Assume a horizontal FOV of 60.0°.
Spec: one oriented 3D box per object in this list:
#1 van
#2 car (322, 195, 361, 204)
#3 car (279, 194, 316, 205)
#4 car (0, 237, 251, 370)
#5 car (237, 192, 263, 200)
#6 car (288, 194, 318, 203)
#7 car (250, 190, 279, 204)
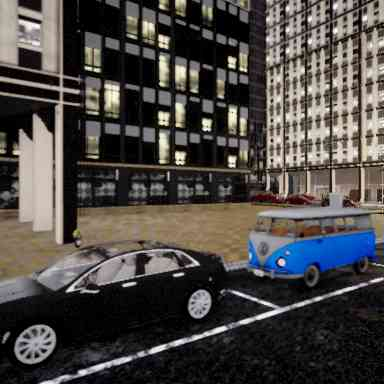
[{"bbox_3d":[3.253,1.339,8.882,3.998,1.788,1.690,0,0,-36],"label":"van"},{"bbox_3d":[16.858,1.064,37.555,1.967,1.590,4.097,1,0,-36],"label":"car"},{"bbox_3d":[13.606,1.099,42.086,1.802,1.307,4.206,1,0,-36],"label":"car"},{"bbox_3d":[-1.345,1.550,5.601,4.403,1.369,2.008,0,0,-36],"label":"car"},{"bbox_3d":[10.539,0.703,60.752,1.752,1.417,4.829,1,0,-36],"label":"car"},{"bbox_3d":[17.134,0.977,51.549,1.802,1.307,4.206,1,0,-36],"label":"car"},{"bbox_3d":[10.366,0.725,46.615,2.192,1.841,5.009,1,0,-36],"label":"car"}]
